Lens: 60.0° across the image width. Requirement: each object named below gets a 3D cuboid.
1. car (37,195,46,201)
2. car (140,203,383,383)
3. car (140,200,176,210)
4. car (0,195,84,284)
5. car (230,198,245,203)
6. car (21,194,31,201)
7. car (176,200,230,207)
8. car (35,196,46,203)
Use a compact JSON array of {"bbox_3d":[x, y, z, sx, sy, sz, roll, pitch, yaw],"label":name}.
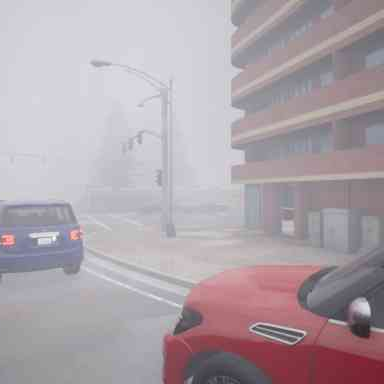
[{"bbox_3d":[-37.240,1.477,82.542,1.882,1.535,5.008,0,0,-23],"label":"car"},{"bbox_3d":[2.348,1.221,2.453,5.566,2.045,2.150,0,0,36],"label":"car"},{"bbox_3d":[-3.340,1.581,36.167,4.674,1.442,1.812,0,0,-22],"label":"car"},{"bbox_3d":[-4.951,1.221,9.811,2.150,2.045,5.566,0,0,-36],"label":"car"},{"bbox_3d":[5.187,1.533,39.732,5.008,1.535,1.882,0,0,-23],"label":"car"},{"bbox_3d":[-40.415,1.355,81.065,2.097,1.767,4.553,0,0,-23],"label":"car"},{"bbox_3d":[1.116,1.656,34.250,4.718,1.301,1.895,0,0,-23],"label":"car"},{"bbox_3d":[-33.219,1.540,73.066,2.033,1.411,5.357,0,0,-23],"label":"car"}]
